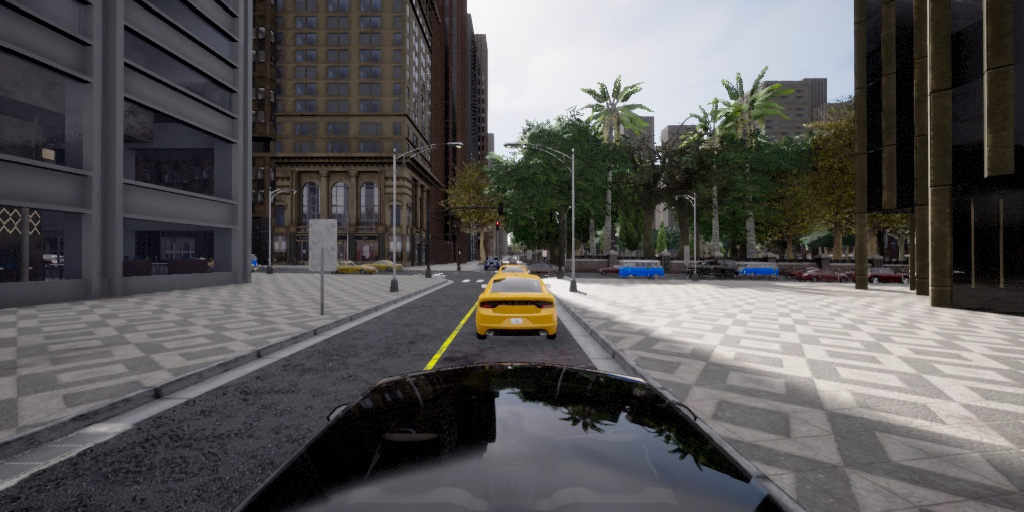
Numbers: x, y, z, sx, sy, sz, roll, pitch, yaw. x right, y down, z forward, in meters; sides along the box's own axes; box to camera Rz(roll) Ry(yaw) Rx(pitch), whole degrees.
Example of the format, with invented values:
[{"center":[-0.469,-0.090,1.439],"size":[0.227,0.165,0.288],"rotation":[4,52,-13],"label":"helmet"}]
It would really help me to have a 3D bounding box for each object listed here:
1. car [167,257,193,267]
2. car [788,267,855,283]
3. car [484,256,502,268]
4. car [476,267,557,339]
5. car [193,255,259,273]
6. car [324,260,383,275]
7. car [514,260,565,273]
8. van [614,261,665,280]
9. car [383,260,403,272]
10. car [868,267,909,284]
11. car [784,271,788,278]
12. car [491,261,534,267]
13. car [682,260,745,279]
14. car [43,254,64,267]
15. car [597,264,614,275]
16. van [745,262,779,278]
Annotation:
[{"center":[-37.782,0.775,41.991],"size":[4.313,1.339,1.948],"rotation":[0,0,0],"label":"car"},{"center":[28.512,1.830,33.053],"size":[4.207,1.307,1.802],"rotation":[0,0,0],"label":"car"},{"center":[-2.975,1.036,54.563],"size":[2.150,2.045,5.566],"rotation":[0,0,0],"label":"car"},{"center":[0.112,1.230,10.108],"size":[1.882,1.535,5.008],"rotation":[0,0,0],"label":"car"},{"center":[-26.316,0.868,33.395],"size":[4.829,1.417,1.751],"rotation":[0,0,0],"label":"car"},{"center":[-14.975,1.053,33.324],"size":[4.829,1.417,1.751],"rotation":[0,0,0],"label":"car"},{"center":[3.063,1.399,39.086],"size":[5.357,1.411,2.033],"rotation":[1,-1,0],"label":"car"},{"center":[11.942,1.315,33.156],"size":[3.998,1.789,1.690],"rotation":[0,0,0],"label":"van"},{"center":[-15.272,1.102,41.851],"size":[4.829,1.417,1.751],"rotation":[0,0,0],"label":"car"},{"center":[34.035,1.779,33.019],"size":[4.097,1.591,1.967],"rotation":[0,0,0],"label":"car"},{"center":[34.077,1.933,41.544],"size":[4.507,1.381,1.888],"rotation":[0,0,0],"label":"car"},{"center":[0.042,1.235,20.168],"size":[1.882,1.535,5.008],"rotation":[0,0,0],"label":"car"},{"center":[21.518,1.389,38.964],"size":[5.566,2.045,2.150],"rotation":[1,0,0],"label":"car"},{"center":[-43.498,0.508,33.502],"size":[4.097,1.591,1.967],"rotation":[0,0,0],"label":"car"},{"center":[11.984,1.606,41.682],"size":[4.207,1.307,1.802],"rotation":[0,0,0],"label":"car"},{"center":[28.554,1.638,41.579],"size":[3.998,1.789,1.690],"rotation":[0,0,0],"label":"van"}]
